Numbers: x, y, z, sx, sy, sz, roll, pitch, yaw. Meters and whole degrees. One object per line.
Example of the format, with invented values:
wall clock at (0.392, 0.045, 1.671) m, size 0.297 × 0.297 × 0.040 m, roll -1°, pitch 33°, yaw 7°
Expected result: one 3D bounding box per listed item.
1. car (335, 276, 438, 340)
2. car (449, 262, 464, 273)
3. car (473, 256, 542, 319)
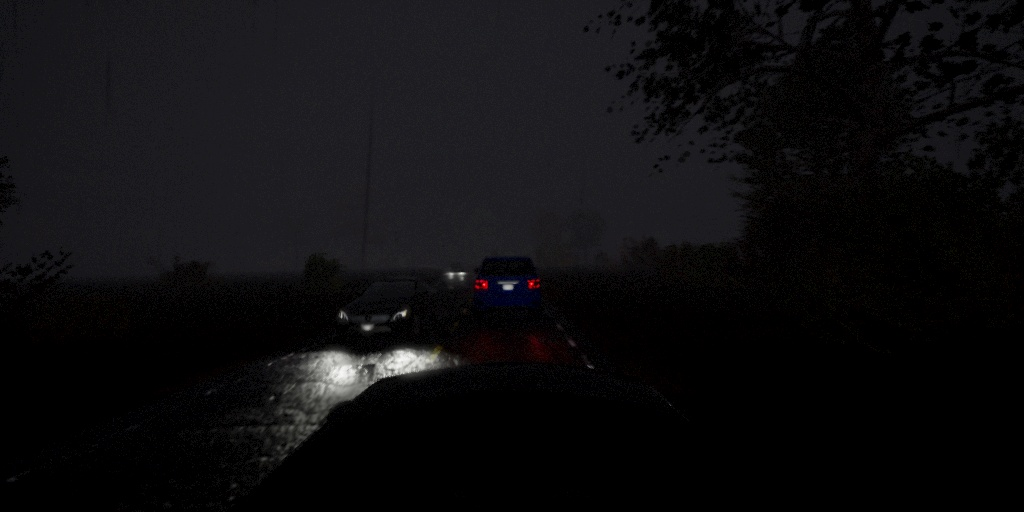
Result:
car at (-3.325, 1.347, 10.405) m, size 1.812 × 1.442 × 4.674 m, roll -1°, pitch 0°, yaw -2°
car at (-7.843, 1.578, 50.789) m, size 1.837 × 1.490 × 4.892 m, roll -1°, pitch 0°, yaw -11°
car at (-0.215, 1.018, 13.179) m, size 2.150 × 2.045 × 5.566 m, roll -1°, pitch 0°, yaw -2°
